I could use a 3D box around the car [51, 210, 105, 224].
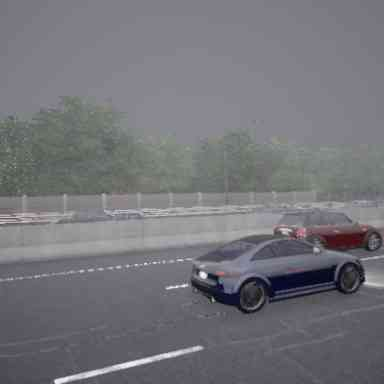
[{"bbox_3d":[-8.730,2.242,26.176,4.553,1.767,2.097,-1,-2,-25],"label":"car"}]

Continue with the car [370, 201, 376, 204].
[{"bbox_3d":[24.689,1.978,45.539,4.892,1.490,1.837,-1,-2,-25],"label":"car"}]

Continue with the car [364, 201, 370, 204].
[{"bbox_3d":[15.143,1.906,33.399,4.674,1.442,1.812,-1,-2,-25],"label":"car"}]

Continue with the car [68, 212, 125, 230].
[{"bbox_3d":[-8.608,2.581,30.081,4.718,1.301,1.895,-1,-2,-25],"label":"car"}]

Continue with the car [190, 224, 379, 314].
[{"bbox_3d":[2.051,1.709,7.938,4.181,1.385,1.994,-1,-2,-25],"label":"car"}]

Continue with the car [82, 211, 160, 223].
[{"bbox_3d":[-4.849,2.277,24.120,5.357,1.411,2.033,-1,-2,-25],"label":"car"}]

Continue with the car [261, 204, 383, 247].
[{"bbox_3d":[5.415,1.530,13.378,4.553,1.767,2.097,-1,-2,-25],"label":"car"}]

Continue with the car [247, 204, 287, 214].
[{"bbox_3d":[8.566,2.081,34.227,4.902,1.511,2.128,-1,-2,-25],"label":"car"}]

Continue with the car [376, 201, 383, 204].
[{"bbox_3d":[26.224,1.832,42.396,4.674,1.442,1.812,-1,-2,-25],"label":"car"}]
